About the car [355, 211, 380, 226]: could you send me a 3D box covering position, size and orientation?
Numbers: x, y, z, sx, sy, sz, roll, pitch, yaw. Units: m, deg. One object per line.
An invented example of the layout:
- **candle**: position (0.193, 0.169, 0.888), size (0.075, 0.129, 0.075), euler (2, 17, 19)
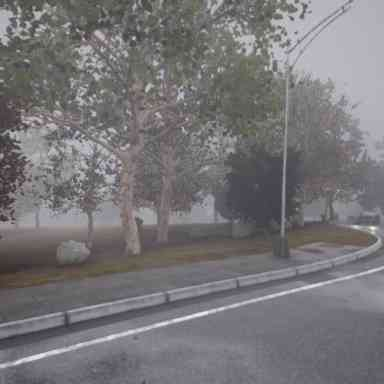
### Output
- **car**: position (18.688, 2.740, 35.304), size (1.882, 1.535, 5.008), euler (0, -3, 35)
